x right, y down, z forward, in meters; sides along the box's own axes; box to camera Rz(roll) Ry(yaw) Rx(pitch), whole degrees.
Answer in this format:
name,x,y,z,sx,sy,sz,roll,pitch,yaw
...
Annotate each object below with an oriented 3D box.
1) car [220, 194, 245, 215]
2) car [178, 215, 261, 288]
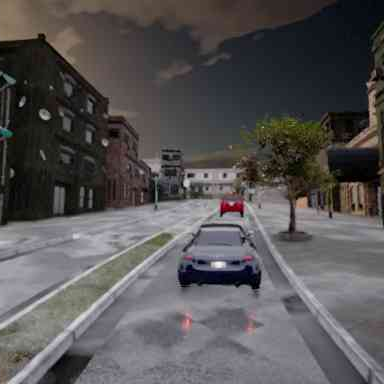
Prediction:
name,x,y,z,sx,sy,sz,roll,pitch,yaw
car,3.851,1.188,31.793,2.150,2.045,5.566,-1,0,8
car,0.799,1.566,9.313,1.994,1.385,4.181,-1,0,6
